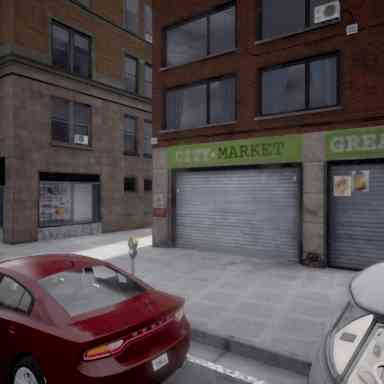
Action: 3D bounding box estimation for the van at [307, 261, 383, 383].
[{"bbox_3d":[2.482,1.341,1.306,3.998,1.788,1.690,0,0,35],"label":"van"}]

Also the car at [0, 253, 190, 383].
[{"bbox_3d":[-2.127,1.544,4.592,4.507,1.381,1.887,0,0,35],"label":"car"}]
